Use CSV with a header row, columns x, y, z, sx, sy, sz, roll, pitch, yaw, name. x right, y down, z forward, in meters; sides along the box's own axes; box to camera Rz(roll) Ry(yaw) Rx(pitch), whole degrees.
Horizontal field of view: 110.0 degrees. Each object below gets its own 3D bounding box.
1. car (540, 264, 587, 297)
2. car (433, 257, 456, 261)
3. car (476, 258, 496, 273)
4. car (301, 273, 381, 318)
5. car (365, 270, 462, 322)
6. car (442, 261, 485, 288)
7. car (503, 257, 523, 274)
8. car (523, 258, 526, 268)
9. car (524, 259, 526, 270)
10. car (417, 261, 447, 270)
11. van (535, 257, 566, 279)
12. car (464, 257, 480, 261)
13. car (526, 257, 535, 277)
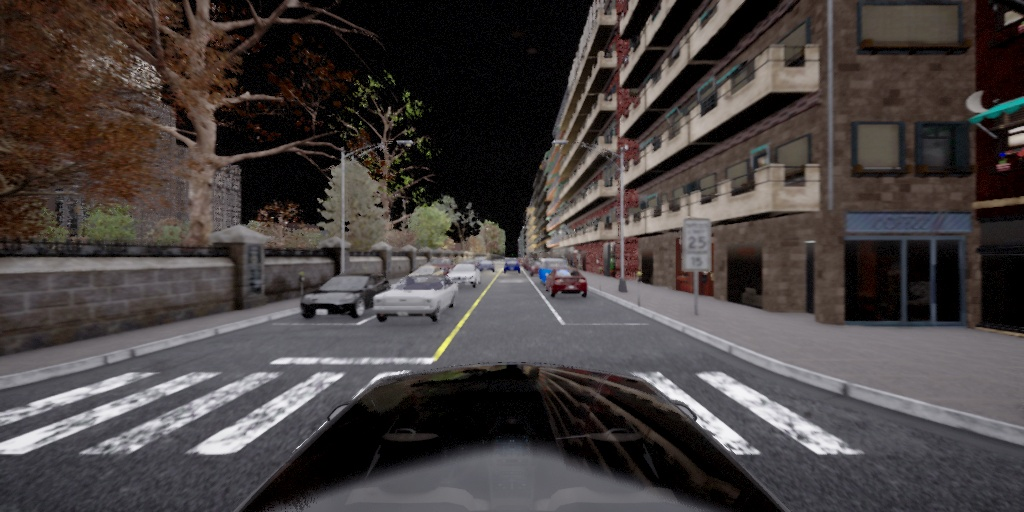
x,y,z,sx,sy,sz,roll,pitch,yaw,name
2.695,1.278,18.529,1.888,1.381,4.507,0,0,0,car
-5.683,1.042,29.792,2.192,1.841,5.009,0,0,0,car
-3.027,1.249,43.580,1.812,1.442,4.674,0,0,1,car
-5.687,1.304,12.901,1.948,1.339,4.313,0,0,0,car
-3.098,1.340,12.387,1.895,1.301,4.718,0,0,0,car
-3.087,1.256,23.622,1.812,1.442,4.674,0,0,1,car
0.010,1.201,41.199,1.882,1.535,5.008,0,0,0,car
2.702,1.268,46.680,1.888,1.381,4.507,0,0,0,car
2.700,1.274,41.050,2.007,1.370,4.403,0,0,0,car
-5.684,1.255,23.993,1.751,1.417,4.829,0,0,0,car
2.697,1.070,24.160,1.690,1.789,3.998,0,0,0,van
-5.678,1.163,46.683,1.967,1.591,4.097,0,0,0,car
2.699,1.164,35.420,1.967,1.591,4.097,0,0,0,car
